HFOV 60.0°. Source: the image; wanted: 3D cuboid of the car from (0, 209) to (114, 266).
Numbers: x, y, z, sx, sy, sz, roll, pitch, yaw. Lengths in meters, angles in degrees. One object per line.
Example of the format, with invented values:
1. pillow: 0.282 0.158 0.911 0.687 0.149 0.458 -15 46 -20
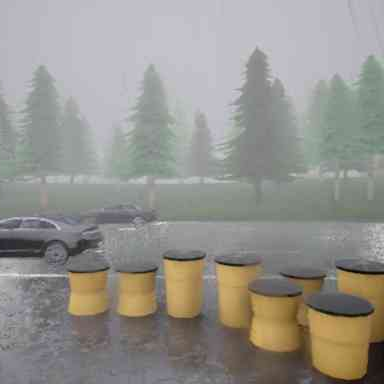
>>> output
1. car: -5.358 1.454 10.778 4.902 1.511 2.128 0 0 3

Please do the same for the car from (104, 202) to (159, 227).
1. car: -4.598 1.415 21.253 4.892 1.490 1.837 0 0 3
